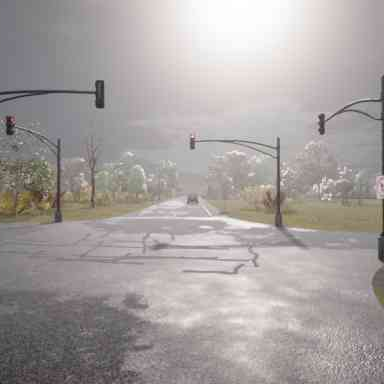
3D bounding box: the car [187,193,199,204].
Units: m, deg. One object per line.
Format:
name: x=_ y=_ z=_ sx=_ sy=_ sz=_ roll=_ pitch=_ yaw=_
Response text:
car: x=0.150 y=1.293 z=67.563 sx=2.150 sy=2.045 sz=5.566 roll=0 pitch=0 yaw=0
